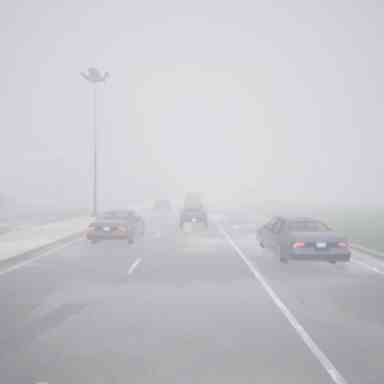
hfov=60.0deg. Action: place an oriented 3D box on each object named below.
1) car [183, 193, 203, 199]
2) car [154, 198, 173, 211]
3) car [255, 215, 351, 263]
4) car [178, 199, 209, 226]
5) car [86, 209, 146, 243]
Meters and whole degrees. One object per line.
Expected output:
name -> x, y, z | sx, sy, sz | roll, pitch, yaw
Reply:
car -> 0.114, 1.136, 40.805 | 2.150, 2.045, 5.566 | 0, 0, 0
car -> -3.385, 1.408, 39.683 | 2.128, 1.511, 4.902 | 0, 0, 0
car -> 3.605, 1.523, 11.783 | 2.033, 1.411, 5.357 | 0, 0, 0
car -> 0.108, 1.457, 22.707 | 1.837, 1.490, 4.892 | 0, 0, 0
car -> -3.394, 1.514, 15.746 | 2.033, 1.411, 5.357 | 0, 0, 0
